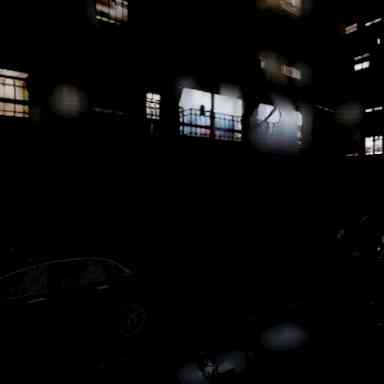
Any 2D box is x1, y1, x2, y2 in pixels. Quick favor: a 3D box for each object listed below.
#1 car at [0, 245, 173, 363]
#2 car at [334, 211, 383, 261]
[{"bbox_3d":[-2.374,1.545,4.865,4.403,1.369,2.008,-1,0,-35],"label":"car"},{"bbox_3d":[6.647,1.363,11.293,4.097,1.590,1.967,0,0,-35],"label":"car"}]
